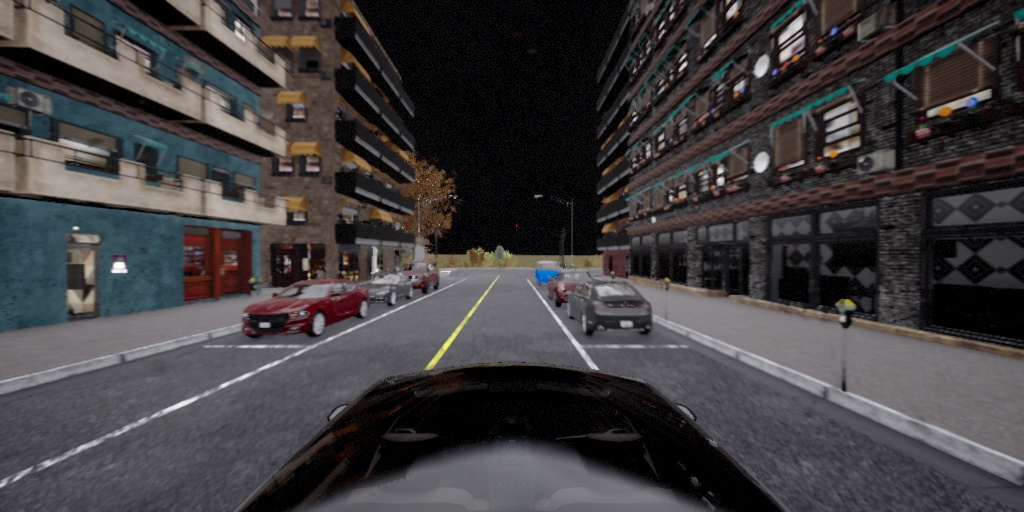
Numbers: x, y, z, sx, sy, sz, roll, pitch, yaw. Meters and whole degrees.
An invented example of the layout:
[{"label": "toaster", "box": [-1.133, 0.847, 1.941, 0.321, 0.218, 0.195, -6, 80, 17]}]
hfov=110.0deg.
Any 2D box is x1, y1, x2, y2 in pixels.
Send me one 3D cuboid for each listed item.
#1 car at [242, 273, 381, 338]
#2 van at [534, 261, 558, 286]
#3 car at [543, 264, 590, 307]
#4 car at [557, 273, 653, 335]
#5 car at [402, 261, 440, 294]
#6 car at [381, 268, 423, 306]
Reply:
[{"label": "car", "box": [-5.695, 1.366, 10.517, 1.888, 1.381, 4.507, 0, 0, 0]}, {"label": "van", "box": [2.679, 1.295, 27.563, 1.690, 1.789, 3.998, 0, 0, 0]}, {"label": "car", "box": [2.683, 1.307, 16.235, 1.967, 1.591, 4.097, 0, 0, 0]}, {"label": "car", "box": [2.686, 1.373, 10.570, 2.007, 1.370, 4.403, 0, 0, 0]}, {"label": "car", "box": [-5.700, 1.225, 21.847, 2.192, 1.841, 5.009, 0, 0, 0]}, {"label": "car", "box": [-5.697, 1.416, 16.182, 2.007, 1.370, 4.403, 0, 0, 0]}]
